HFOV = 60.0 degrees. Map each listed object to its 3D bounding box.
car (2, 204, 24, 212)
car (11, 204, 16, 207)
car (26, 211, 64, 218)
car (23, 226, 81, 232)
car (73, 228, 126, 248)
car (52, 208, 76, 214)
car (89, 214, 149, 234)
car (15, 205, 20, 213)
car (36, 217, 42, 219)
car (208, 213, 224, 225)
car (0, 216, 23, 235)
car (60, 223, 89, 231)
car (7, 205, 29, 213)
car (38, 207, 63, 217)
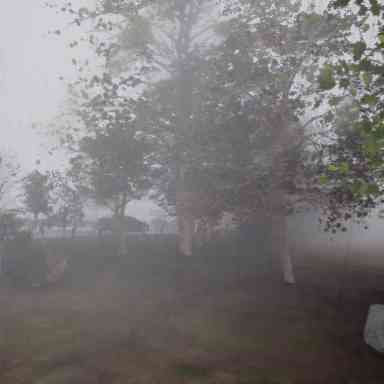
[{"bbox_3d":[-44.287,3.934,82.394,2.185,1.767,4.553,1,1,19],"label":"car"},{"bbox_3d":[-39.644,3.998,78.566,2.185,1.767,4.553,0,1,19],"label":"car"},{"bbox_3d":[-21.218,4.242,47.160,5.566,2.045,2.435,0,0,17],"label":"car"},{"bbox_3d":[-13.260,4.431,29.635,5.566,2.045,2.435,1,1,17],"label":"car"},{"bbox_3d":[-9.546,4.712,34.454,4.792,1.488,2.163,1,1,17],"label":"car"},{"bbox_3d":[-25.568,4.068,67.283,2.435,2.045,5.566,1,1,19],"label":"car"},{"bbox_3d":[-5.698,2.656,27.866,1.837,1.490,4.892,1,-4,38],"label":"car"},{"bbox_3d":[-37.280,4.156,76.716,2.097,1.535,5.008,1,1,19],"label":"car"},{"bbox_3d":[-22.956,4.523,44.817,4.792,1.488,2.163,0,0,17],"label":"car"},{"bbox_3d":[3.141,4.132,51.963,2.150,2.045,5.566,1,-2,-15],"label":"car"},{"bbox_3d":[-24.748,4.243,42.453,5.566,2.045,2.435,0,0,17],"label":"car"},{"bbox_3d":[-11.373,4.432,32.044,5.566,2.045,2.435,1,1,17],"label":"car"},{"bbox_3d":[-41.967,4.132,80.481,2.002,1.452,4.674,0,1,19],"label":"car"},{"bbox_3d":[-30.202,4.247,71.247,1.946,1.575,5.366,0,1,19],"label":"car"}]
